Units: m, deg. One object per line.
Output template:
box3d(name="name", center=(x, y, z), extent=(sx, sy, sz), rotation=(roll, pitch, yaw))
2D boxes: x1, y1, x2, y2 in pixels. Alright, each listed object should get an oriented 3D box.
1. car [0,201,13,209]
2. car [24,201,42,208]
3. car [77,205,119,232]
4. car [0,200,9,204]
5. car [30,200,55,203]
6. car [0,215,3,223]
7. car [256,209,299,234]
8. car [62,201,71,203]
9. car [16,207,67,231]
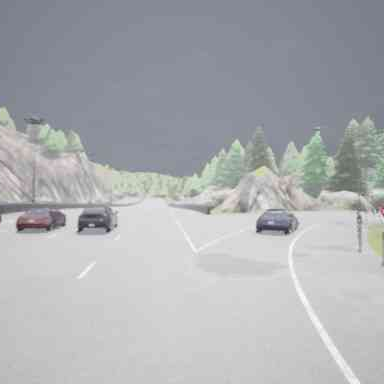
box3d(name="car", center=(-34.174, 2.292, 59.661), extent=(1.895, 1.301, 4.718), rotation=(1, -2, -5))
box3d(name="car", center=(-35.602, 2.806, 74.626), extent=(2.128, 1.511, 4.902), rotation=(1, -2, -5))
box3d(name="car", center=(-5.754, 1.592, 20.700), extent=(1.837, 1.490, 4.892), rotation=(1, 0, -5))
box3d(name="car", center=(-25.799, 1.799, 44.787), extent=(1.994, 1.385, 4.181), rotation=(1, -2, -5))
box3d(name="car", center=(-27.226, 2.249, 60.445), extent=(1.882, 1.535, 5.008), rotation=(1, -2, -5))
box3d(name="car", center=(-12.586, 1.605, 18.640), extent=(1.895, 1.301, 4.718), rotation=(1, 0, -5))
box3d(name="car", center=(5.418, 1.748, 20.881), extent=(1.994, 1.385, 4.181), rotation=(0, 0, 26))
box3d(name="car", center=(-28.687, 2.874, 75.849), extent=(1.837, 1.490, 4.892), rotation=(1, -2, -5))
box3d(name="car", center=(-9.278, 1.616, 20.827), extent=(1.994, 1.385, 4.181), rotation=(1, 0, -5))
